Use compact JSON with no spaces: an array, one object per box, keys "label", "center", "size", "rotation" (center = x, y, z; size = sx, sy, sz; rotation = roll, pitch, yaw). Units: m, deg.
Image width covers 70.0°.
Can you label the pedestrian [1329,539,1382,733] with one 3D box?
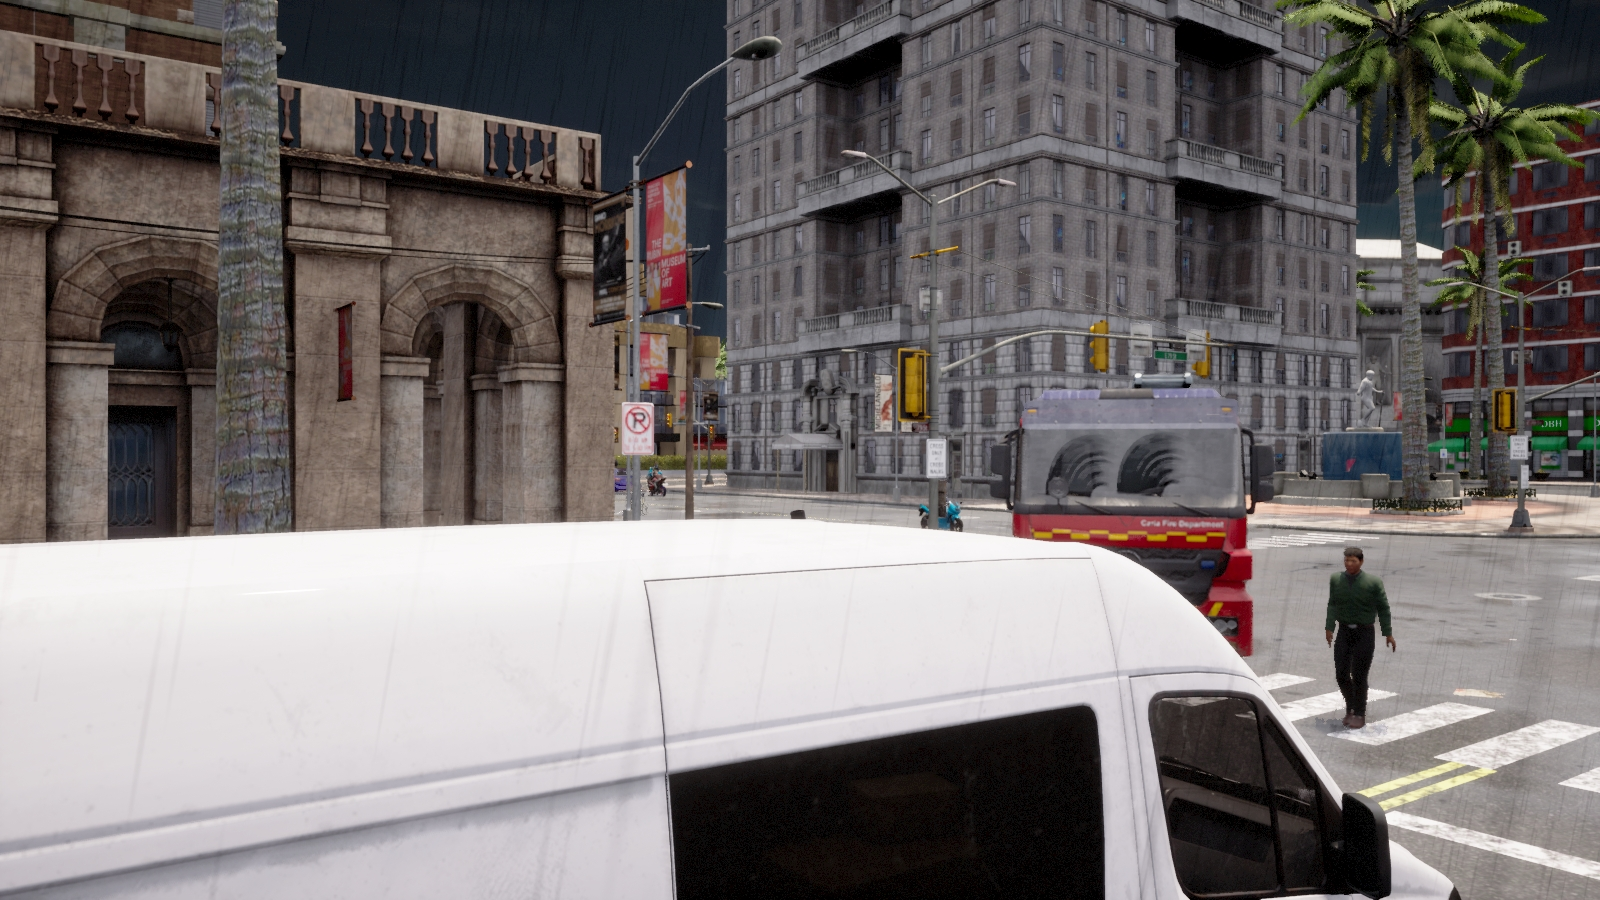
[{"label":"pedestrian","center":[5.565,1.843,11.450],"size":[0.375,1.860,0.375],"rotation":[0,0,-45]}]

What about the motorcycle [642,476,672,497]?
[{"label":"motorcycle","center":[-8.640,2.192,68.948],"size":[0.867,1.251,2.209],"rotation":[0,0,-35]}]

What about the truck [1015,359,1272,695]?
[{"label":"truck","center":[5.207,0.886,17.479],"size":[2.891,3.827,8.468],"rotation":[0,0,17]}]

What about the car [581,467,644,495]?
[{"label":"car","center":[-12.153,1.957,73.939],"size":[2.242,1.667,4.611],"rotation":[0,0,-35]}]

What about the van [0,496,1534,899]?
[{"label":"van","center":[0.019,1.533,3.806],"size":[5.915,2.561,1.988],"rotation":[0,0,-35]}]
